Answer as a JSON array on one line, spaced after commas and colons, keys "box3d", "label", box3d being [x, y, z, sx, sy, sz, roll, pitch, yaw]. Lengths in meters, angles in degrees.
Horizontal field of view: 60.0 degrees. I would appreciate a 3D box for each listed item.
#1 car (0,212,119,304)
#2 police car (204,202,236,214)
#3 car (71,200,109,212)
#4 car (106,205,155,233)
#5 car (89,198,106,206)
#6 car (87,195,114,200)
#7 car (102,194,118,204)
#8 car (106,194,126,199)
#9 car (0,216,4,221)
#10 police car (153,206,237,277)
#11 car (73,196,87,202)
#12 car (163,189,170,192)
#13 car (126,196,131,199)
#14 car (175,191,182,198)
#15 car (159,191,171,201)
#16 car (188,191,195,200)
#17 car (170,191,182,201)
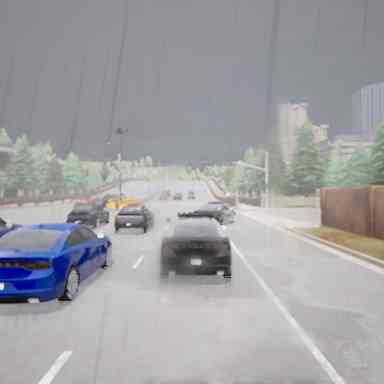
[{"box3d": [-3.400, 1.503, 8.299, 1.882, 1.535, 5.008, 0, 0, 0], "label": "car"}, {"box3d": [1.771, 1.496, 23.378, 1.930, 1.638, 5.238, -1, 0, 21], "label": "police car"}, {"box3d": [-6.898, 1.575, 22.612, 1.837, 1.490, 4.892, 0, 0, 0], "label": "car"}, {"box3d": [-3.396, 1.554, 20.258, 2.128, 1.511, 4.902, 0, 0, 0], "label": "car"}, {"box3d": [-17.491, 1.752, 61.989, 1.994, 1.385, 4.181, 0, 0, 0], "label": "car"}, {"box3d": [-14.050, 1.647, 51.266, 2.128, 1.511, 4.902, 0, 0, -1], "label": "car"}, {"box3d": [-17.533, 1.402, 71.250, 2.150, 2.045, 5.566, 0, 0, 0], "label": "car"}, {"box3d": [-14.010, 1.662, 60.727, 1.882, 1.535, 5.008, 0, 0, 1], "label": "car"}, {"box3d": [-6.899, 1.384, 10.464, 2.097, 1.767, 4.553, 0, 0, 0], "label": "car"}, {"box3d": [0.103, 1.457, 10.450, 1.930, 1.638, 5.238, 0, 0, 0], "label": "police car"}, {"box3d": [-17.561, 1.515, 53.454, 2.097, 1.767, 4.553, 0, 0, 0], "label": "car"}, {"box3d": [-7.147, 0.261, 92.575, 2.150, 2.045, 5.566, 0, 6, 0], "label": "car"}, {"box3d": [-14.027, 1.662, 70.167, 1.882, 1.535, 5.008, 0, 0, 0], "label": "car"}, {"box3d": [-3.647, 0.561, 92.598, 1.812, 1.442, 4.674, 0, 6, 0], "label": "car"}, {"box3d": [-7.096, 1.323, 82.963, 1.994, 1.385, 4.181, 0, 4, 0], "label": "car"}, {"box3d": [-0.111, 1.191, 85.745, 1.895, 1.301, 4.718, 0, 4, 0], "label": "car"}, {"box3d": [-3.593, 1.154, 82.538, 2.097, 1.767, 4.553, 0, 3, 0], "label": "car"}]
